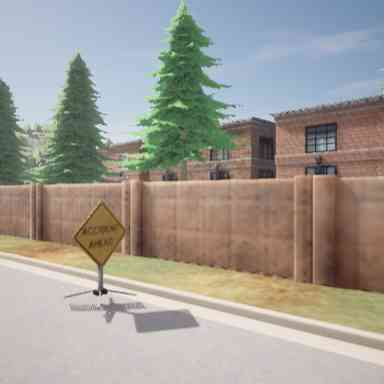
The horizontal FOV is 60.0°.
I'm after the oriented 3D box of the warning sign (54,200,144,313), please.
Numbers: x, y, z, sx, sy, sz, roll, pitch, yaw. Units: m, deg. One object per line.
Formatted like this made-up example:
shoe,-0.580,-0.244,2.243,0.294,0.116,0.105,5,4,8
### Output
warning sign,-1.766,1.099,6.419,1.060,1.860,1.300,0,0,36
